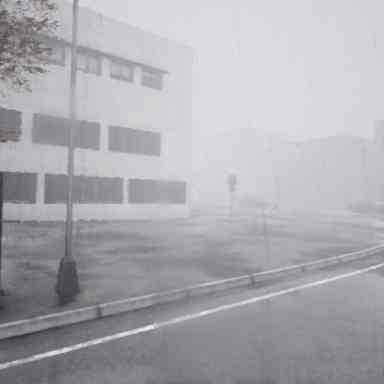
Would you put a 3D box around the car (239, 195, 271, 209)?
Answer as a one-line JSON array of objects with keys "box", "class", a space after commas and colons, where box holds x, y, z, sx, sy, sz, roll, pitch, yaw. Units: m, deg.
[{"box": [8.413, 1.279, 44.690, 2.097, 1.767, 4.553, 2, 0, -35], "class": "car"}]

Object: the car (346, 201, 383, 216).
[{"box": [18.349, 1.628, 34.639, 1.882, 1.535, 5.008, 2, 0, -16], "class": "car"}]
